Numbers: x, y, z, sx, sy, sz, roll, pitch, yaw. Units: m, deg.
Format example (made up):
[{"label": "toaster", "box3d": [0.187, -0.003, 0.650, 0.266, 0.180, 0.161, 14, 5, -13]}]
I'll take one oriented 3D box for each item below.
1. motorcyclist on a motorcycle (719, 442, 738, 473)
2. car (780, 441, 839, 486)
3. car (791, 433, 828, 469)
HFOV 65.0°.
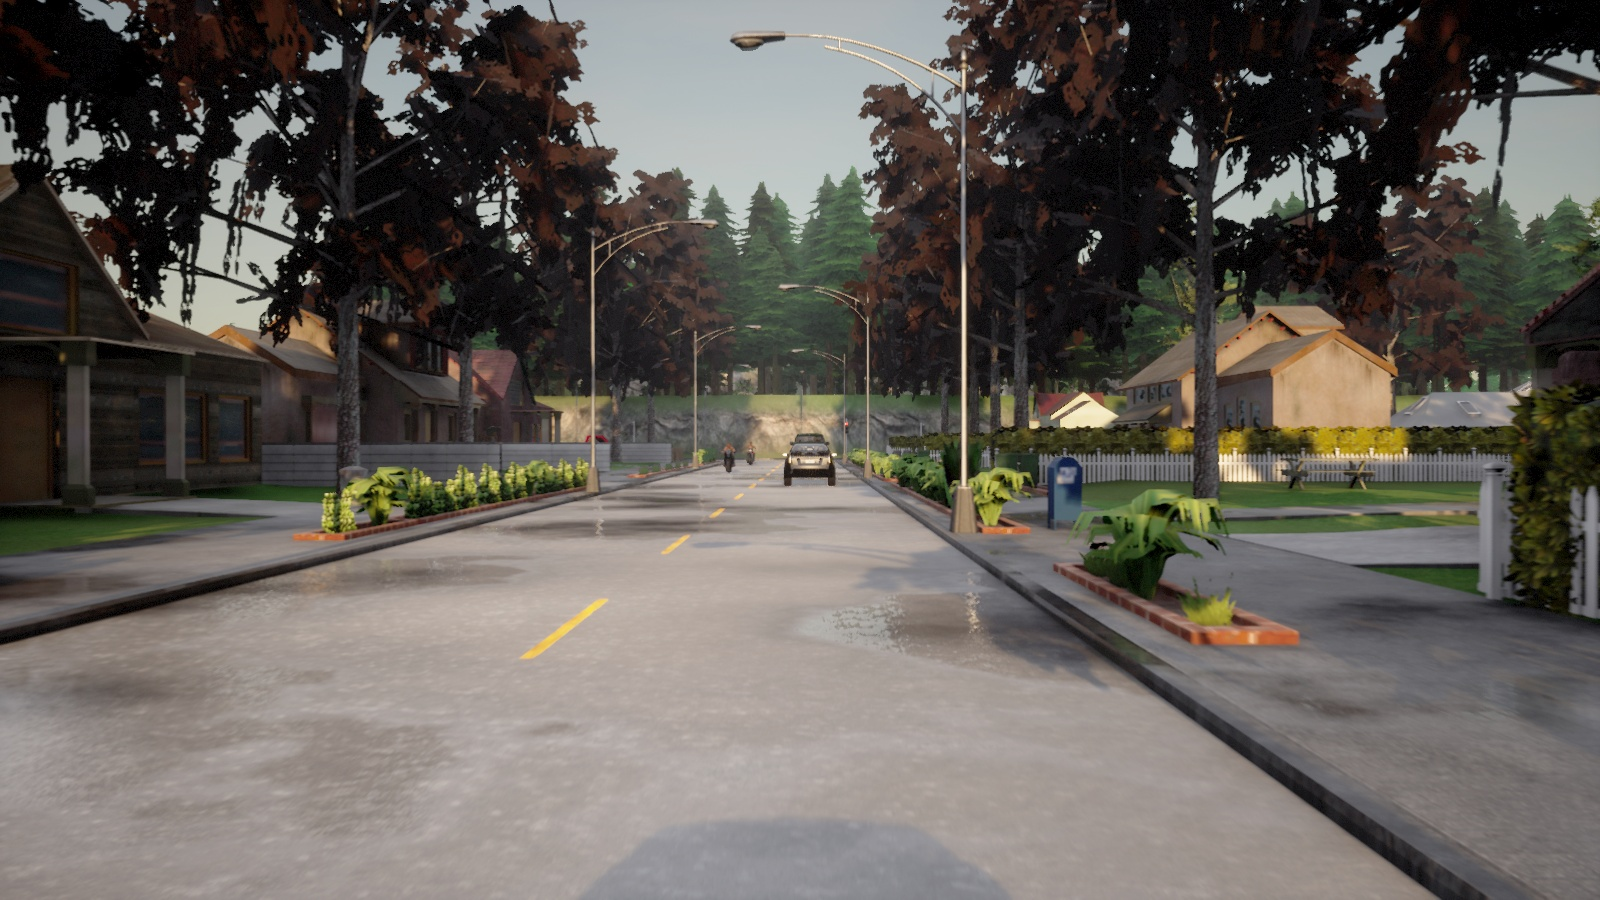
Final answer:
[{"label": "motorcyclist on a motorcycle", "box3d": [-3.529, 0.374, 62.125, 0.797, 1.523, 2.044, 0, 0, 1]}, {"label": "car", "box3d": [0.346, 0.438, 45.167, 2.007, 1.525, 4.514, 0, 0, 0]}, {"label": "car", "box3d": [0.567, 0.041, 75.045, 2.150, 2.045, 5.566, 0, 0, 0]}]
